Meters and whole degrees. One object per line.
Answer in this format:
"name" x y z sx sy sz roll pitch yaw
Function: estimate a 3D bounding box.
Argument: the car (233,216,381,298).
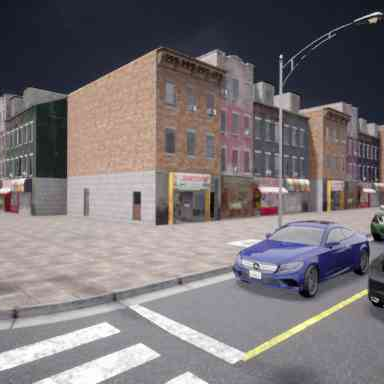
"car" 3.061 1.502 8.677 4.674 1.442 1.812 0 0 -43

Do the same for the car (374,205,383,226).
"car" 10.272 1.191 15.347 5.566 2.045 2.150 0 0 -42

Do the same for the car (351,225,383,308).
"car" 5.248 1.491 6.813 4.892 1.490 1.837 0 0 -43
